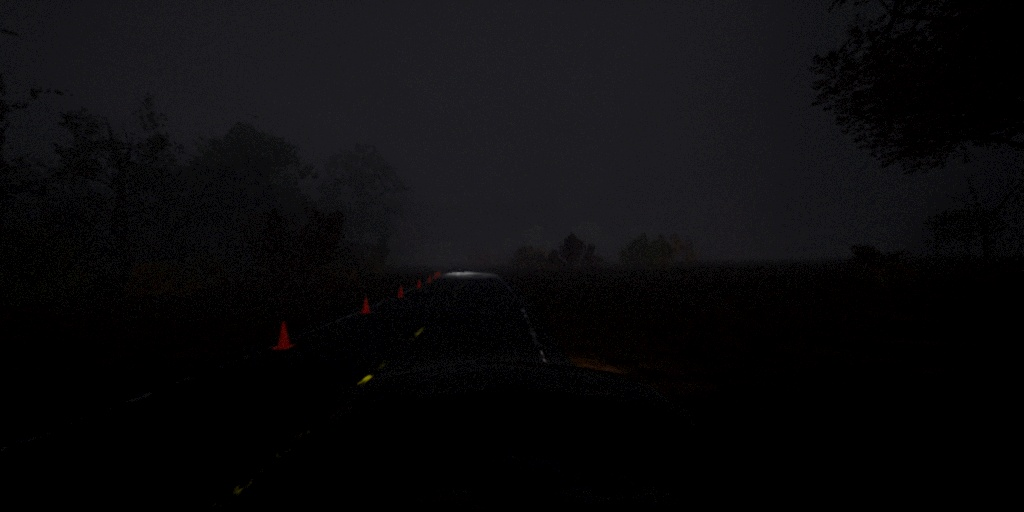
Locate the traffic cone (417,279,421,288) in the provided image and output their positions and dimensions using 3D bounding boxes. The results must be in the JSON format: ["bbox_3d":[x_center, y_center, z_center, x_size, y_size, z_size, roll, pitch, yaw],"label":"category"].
[{"bbox_3d":[-5.919,1.759,22.871,0.340,0.580,0.340,0,0,-5],"label":"traffic cone"}]

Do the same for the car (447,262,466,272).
[{"bbox_3d":[-7.458,1.419,48.274,1.895,1.301,4.718,-1,0,-19],"label":"car"}]

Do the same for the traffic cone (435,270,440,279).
[{"bbox_3d":[-6.955,1.767,32.705,0.340,0.580,0.340,0,0,-7],"label":"traffic cone"}]

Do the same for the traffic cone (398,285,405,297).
[{"bbox_3d":[-5.552,1.758,17.940,0.340,0.580,0.340,0,0,-4],"label":"traffic cone"}]

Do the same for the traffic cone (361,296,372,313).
[{"bbox_3d":[-5.288,1.757,13.003,0.340,0.580,0.340,0,0,-2],"label":"traffic cone"}]

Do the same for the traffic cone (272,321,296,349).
[{"bbox_3d":[-5.126,1.758,8.061,0.340,0.580,0.340,0,0,-1],"label":"traffic cone"}]

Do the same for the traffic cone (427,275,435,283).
[{"bbox_3d":[-6.385,1.763,27.793,0.340,0.580,0.340,0,0,-6],"label":"traffic cone"}]
